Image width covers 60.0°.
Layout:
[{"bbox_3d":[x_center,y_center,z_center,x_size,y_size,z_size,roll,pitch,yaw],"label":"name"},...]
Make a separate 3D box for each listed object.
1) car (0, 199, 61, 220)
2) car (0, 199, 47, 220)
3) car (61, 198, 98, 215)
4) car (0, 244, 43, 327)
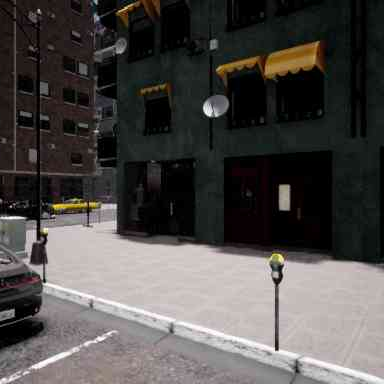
[{"bbox_3d":[-12.427,1.316,23.967,1.837,1.490,4.892,0,1,37],"label":"car"},{"bbox_3d":[-13.987,1.350,26.115,2.008,1.369,4.403,1,1,35],"label":"car"},{"bbox_3d":[-10.887,1.250,30.533,1.752,1.417,4.829,1,1,35],"label":"car"},{"bbox_3d":[-4.472,1.551,6.082,4.403,1.369,2.008,0,0,36],"label":"car"}]
